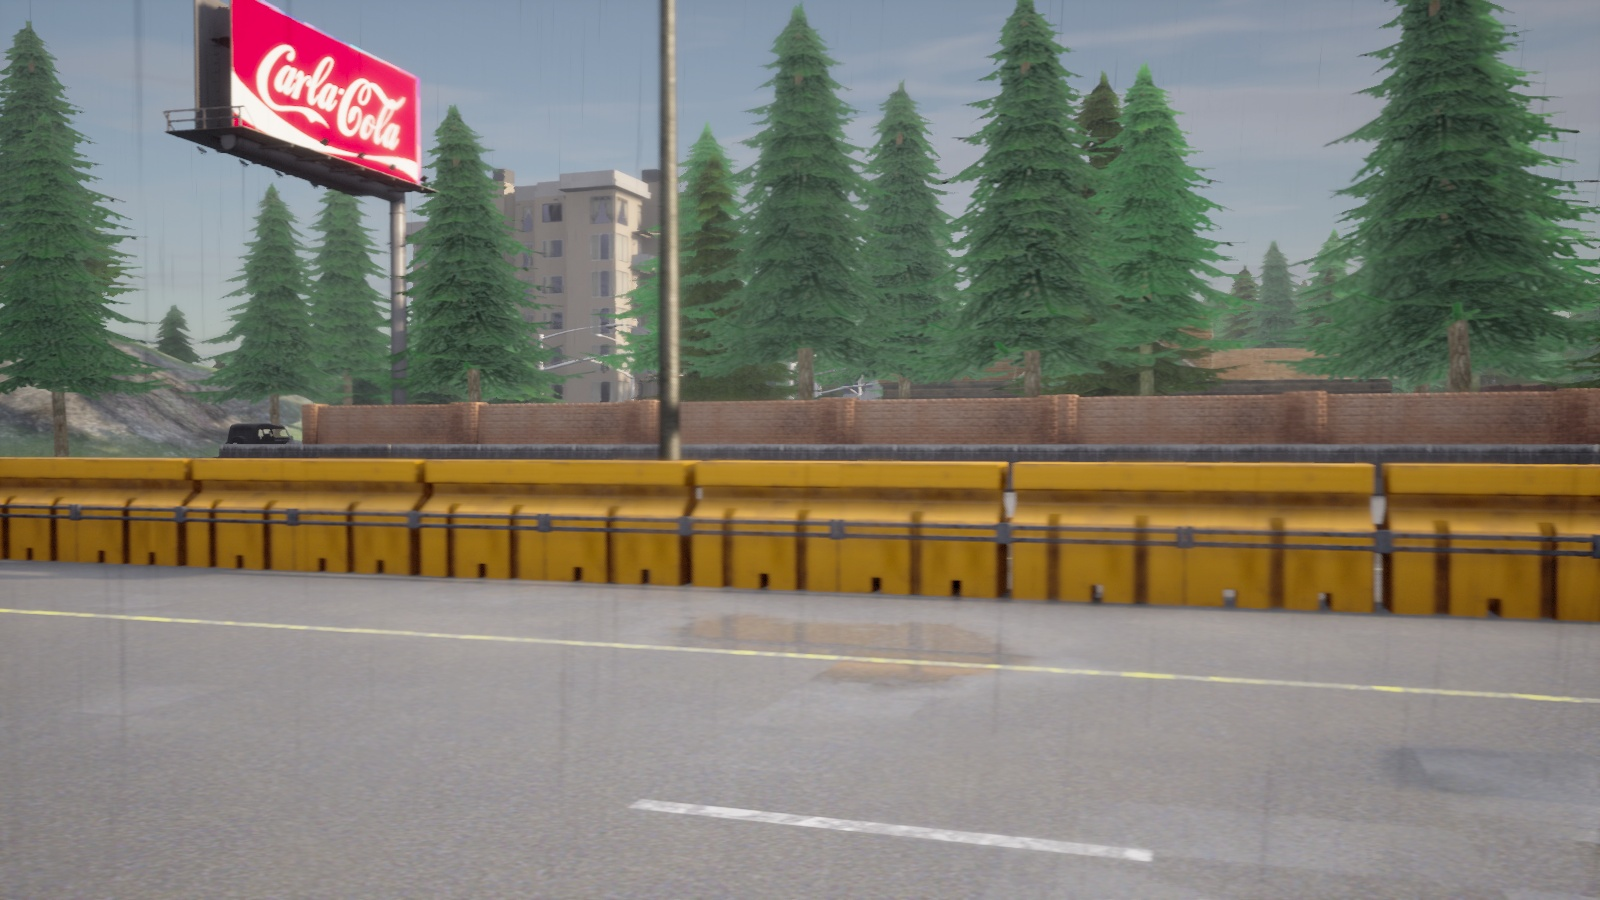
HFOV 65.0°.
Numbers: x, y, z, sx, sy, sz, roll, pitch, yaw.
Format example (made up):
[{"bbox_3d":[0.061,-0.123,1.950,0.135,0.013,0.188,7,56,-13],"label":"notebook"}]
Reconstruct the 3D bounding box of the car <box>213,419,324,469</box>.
[{"bbox_3d":[-20.867,-0.268,49.466,1.905,1.878,3.866,1,1,20],"label":"car"}]
